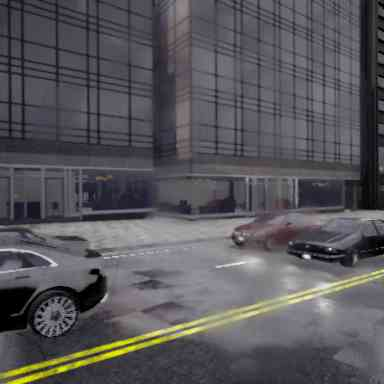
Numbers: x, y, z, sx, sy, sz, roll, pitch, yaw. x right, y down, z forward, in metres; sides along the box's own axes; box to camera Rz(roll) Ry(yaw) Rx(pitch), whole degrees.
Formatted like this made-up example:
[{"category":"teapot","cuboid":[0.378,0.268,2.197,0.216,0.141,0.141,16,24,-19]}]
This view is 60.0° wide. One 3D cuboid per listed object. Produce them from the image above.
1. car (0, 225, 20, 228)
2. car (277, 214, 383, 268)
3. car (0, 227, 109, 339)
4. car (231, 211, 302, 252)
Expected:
[{"category":"car","cuboid":[-5.139,1.548,8.002,5.357,1.411,2.033,0,0,-35]},{"category":"car","cuboid":[5.692,1.604,11.727,5.357,1.411,2.033,0,0,-35]},{"category":"car","cuboid":[-3.737,1.490,5.010,4.902,1.511,2.128,1,0,-35]},{"category":"car","cuboid":[3.820,1.582,14.385,4.674,1.442,1.812,0,0,-35]}]
